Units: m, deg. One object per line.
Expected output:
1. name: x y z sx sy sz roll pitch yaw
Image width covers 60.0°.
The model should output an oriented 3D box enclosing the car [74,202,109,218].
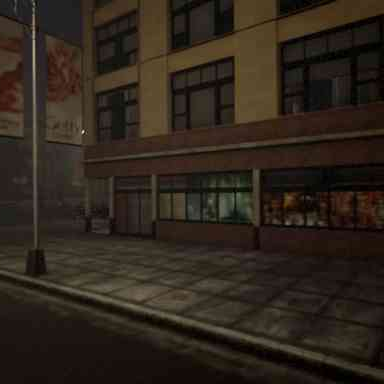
1. car: -9.297 1.739 33.103 2.128 1.511 4.902 -1 -1 36
